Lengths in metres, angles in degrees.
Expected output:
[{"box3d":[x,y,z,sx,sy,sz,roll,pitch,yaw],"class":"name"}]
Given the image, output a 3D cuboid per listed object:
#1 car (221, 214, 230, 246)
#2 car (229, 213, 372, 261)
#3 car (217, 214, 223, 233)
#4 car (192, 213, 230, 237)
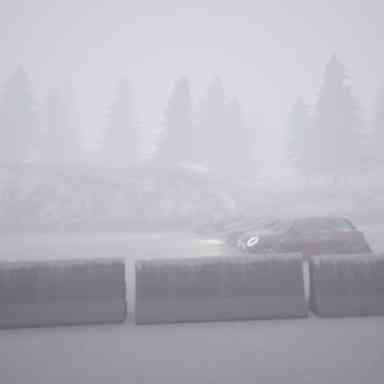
[{"box3d":[4.040,1.921,15.683,4.892,1.490,1.837,-1,-2,-2],"class":"car"},{"box3d":[3.908,1.661,12.182,4.553,1.767,2.097,-1,-2,-2],"class":"car"},{"box3d":[3.834,2.095,19.173,4.181,1.385,1.994,-1,-2,-2],"class":"car"},{"box3d":[2.451,2.163,22.618,4.902,1.511,2.128,-1,-2,-2],"class":"car"}]
